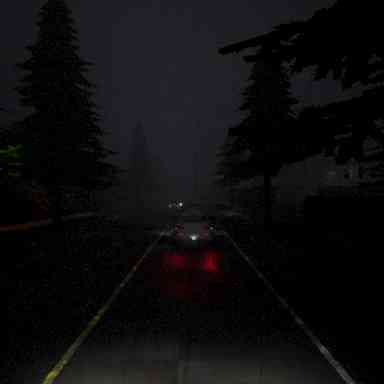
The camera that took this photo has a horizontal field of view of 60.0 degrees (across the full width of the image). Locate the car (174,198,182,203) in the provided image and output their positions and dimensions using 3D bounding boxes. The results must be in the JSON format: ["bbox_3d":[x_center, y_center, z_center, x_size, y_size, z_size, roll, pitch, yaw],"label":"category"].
[{"bbox_3d":[-3.494,2.053,82.751,1.895,1.301,4.718,0,0,0],"label":"car"}]

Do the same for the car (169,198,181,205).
[{"bbox_3d":[-3.503,1.852,67.052,1.882,1.535,5.008,0,0,0],"label":"car"}]

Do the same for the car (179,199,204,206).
[{"bbox_3d":[0.081,1.663,31.186,1.882,1.535,5.008,0,0,0],"label":"car"}]

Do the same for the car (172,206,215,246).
[{"bbox_3d":[0.073,1.613,15.619,1.812,1.442,4.674,0,0,0],"label":"car"}]
